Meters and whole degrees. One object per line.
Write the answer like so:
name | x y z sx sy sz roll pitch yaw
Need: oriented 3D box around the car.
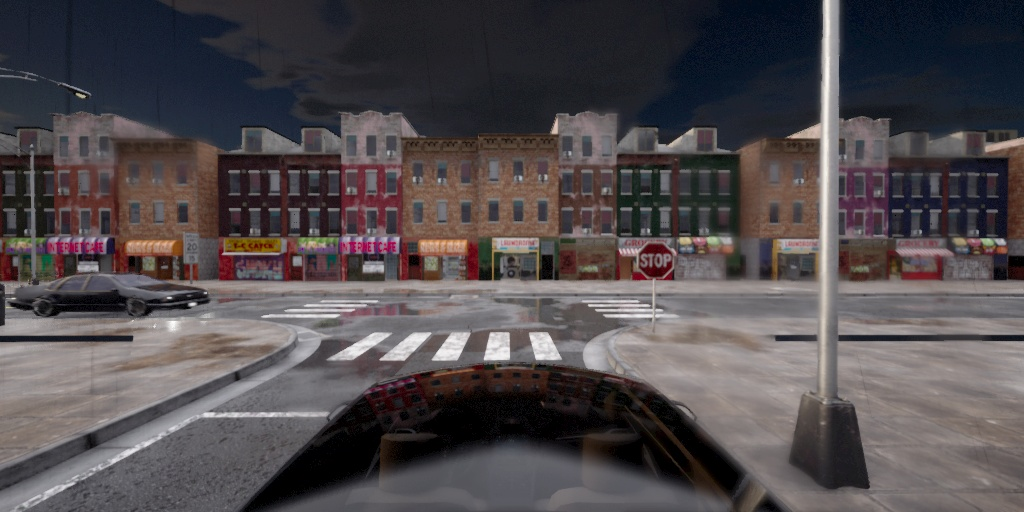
car | -13.776 1.294 12.444 5.357 1.411 2.033 0 1 0
